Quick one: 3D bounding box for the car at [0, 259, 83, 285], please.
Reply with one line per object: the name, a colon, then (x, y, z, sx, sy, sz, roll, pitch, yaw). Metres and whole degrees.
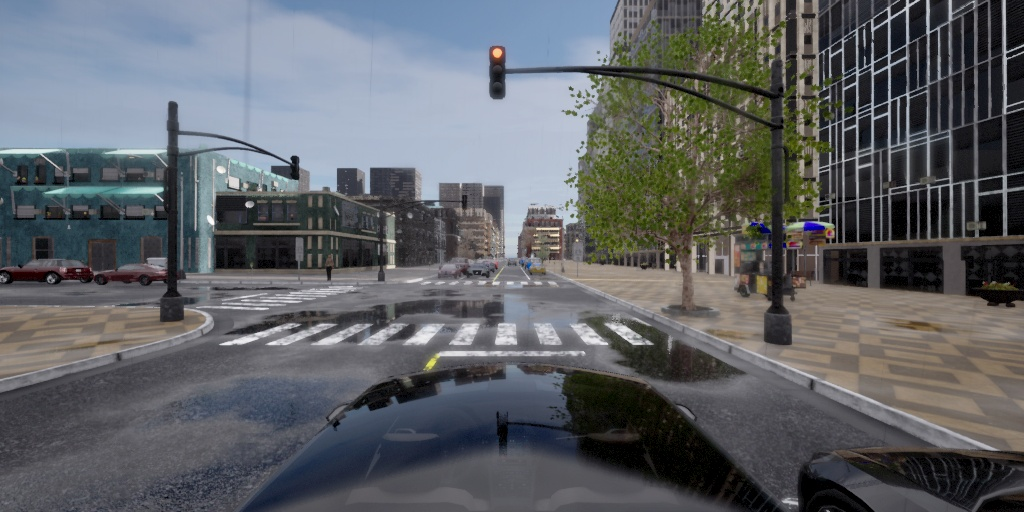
car: (-28.360, 0.879, 21.800, 4.097, 1.591, 1.967, 0, 0, -1)

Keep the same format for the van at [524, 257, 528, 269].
van: (2.709, 1.094, 44.057, 1.690, 1.789, 3.998, 0, 0, 0)

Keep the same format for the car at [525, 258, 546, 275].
car: (2.706, 1.278, 38.676, 1.751, 1.417, 4.829, 0, 0, 0)

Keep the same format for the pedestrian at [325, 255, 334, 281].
pedestrian: (-12.739, 0.788, 24.963, 0.375, 1.860, 0.375, 0, -1, -1)

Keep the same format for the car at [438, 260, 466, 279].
car: (-5.676, 1.334, 32.956, 1.802, 1.307, 4.207, 0, 0, 0)

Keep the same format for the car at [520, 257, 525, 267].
car: (2.713, 1.305, 55.159, 2.007, 1.370, 4.403, 0, 0, 0)

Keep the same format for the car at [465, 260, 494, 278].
car: (-3.085, 1.316, 33.779, 1.994, 1.385, 4.181, 0, 0, 0)

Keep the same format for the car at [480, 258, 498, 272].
car: (-3.081, 1.317, 43.828, 1.994, 1.385, 4.181, 0, 0, 0)

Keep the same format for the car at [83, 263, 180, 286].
car: (-22.812, 1.089, 21.876, 4.207, 1.307, 1.802, 0, 0, -1)

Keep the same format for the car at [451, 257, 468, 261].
car: (-5.674, 1.067, 38.507, 2.192, 1.841, 5.009, 0, 0, 0)

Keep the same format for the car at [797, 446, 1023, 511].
car: (2.691, 1.316, 0.476, 1.948, 1.339, 4.313, 0, 0, 0)
